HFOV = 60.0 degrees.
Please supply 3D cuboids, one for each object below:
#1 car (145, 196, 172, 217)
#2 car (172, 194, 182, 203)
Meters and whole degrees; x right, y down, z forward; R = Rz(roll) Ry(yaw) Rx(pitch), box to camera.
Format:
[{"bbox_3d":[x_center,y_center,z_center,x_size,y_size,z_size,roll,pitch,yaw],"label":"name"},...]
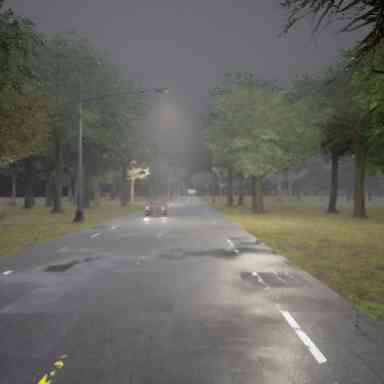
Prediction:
[{"bbox_3d":[-3.586,1.561,34.368,2.097,1.767,4.553,0,0,0],"label":"car"},{"bbox_3d":[-3.485,1.376,75.594,2.150,2.045,5.566,0,0,0],"label":"car"}]
